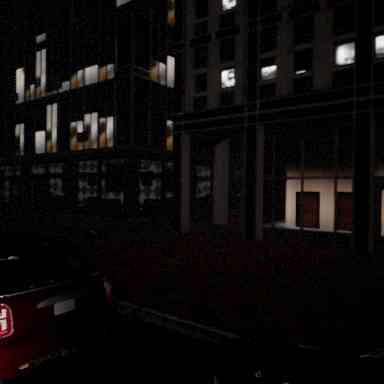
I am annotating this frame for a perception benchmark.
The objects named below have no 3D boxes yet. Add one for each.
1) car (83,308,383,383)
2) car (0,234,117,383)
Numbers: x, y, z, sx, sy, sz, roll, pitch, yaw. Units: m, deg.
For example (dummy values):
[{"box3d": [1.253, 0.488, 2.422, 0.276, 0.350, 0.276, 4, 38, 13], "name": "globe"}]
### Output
[{"box3d": [1.501, 1.586, 1.803, 4.206, 1.307, 1.802, 1, 1, 36], "name": "car"}, {"box3d": [-3.093, 1.361, 5.082, 4.097, 1.590, 1.967, 1, 1, 36], "name": "car"}]
